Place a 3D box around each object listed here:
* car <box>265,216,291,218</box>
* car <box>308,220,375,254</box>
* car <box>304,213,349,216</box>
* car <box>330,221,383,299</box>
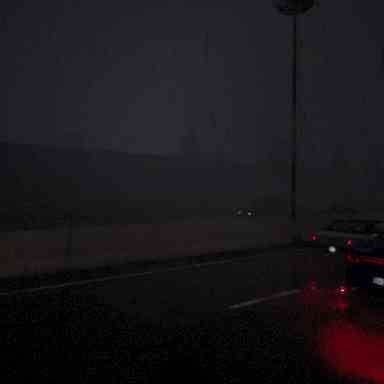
[{"bbox_3d":[8.119,1.761,26.980,4.181,1.385,1.994,1,0,-35],"label":"car"},{"bbox_3d":[6.673,1.714,12.808,4.718,1.301,1.895,1,0,-35],"label":"car"},{"bbox_3d":[10.528,1.693,24.399,4.902,1.511,2.128,1,0,-35],"label":"car"},{"bbox_3d":[5.568,1.557,7.724,5.008,1.535,1.882,1,0,-35],"label":"car"}]
